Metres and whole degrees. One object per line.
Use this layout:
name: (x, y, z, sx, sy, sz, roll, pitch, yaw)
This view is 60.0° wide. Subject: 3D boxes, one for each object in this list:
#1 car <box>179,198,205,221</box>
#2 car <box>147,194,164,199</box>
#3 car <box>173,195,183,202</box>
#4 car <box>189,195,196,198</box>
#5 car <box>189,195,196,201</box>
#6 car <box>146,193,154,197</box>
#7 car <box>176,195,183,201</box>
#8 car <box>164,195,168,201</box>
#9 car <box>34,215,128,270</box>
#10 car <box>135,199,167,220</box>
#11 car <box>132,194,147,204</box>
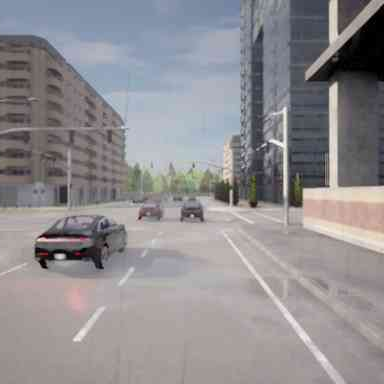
car: (0.001, 1.580, 28.154, 1.837, 1.490, 4.892, 0, 0, 0)
car: (-7.182, 1.610, 66.381, 1.837, 1.490, 4.892, 0, 0, 1)
car: (-3.489, 1.485, 80.920, 2.097, 1.767, 4.553, 0, 0, 1)
car: (0.012, 1.724, 80.936, 1.895, 1.301, 4.718, 0, 0, 1)
car: (0.143, 1.654, 91.132, 1.812, 1.442, 4.674, 0, 0, 1)
car: (-10.467, 1.283, 82.705, 2.150, 2.045, 5.566, 0, 0, 1)
car: (-3.357, 1.630, 91.177, 1.837, 1.490, 4.892, 0, 0, 1)
car: (-6.966, 1.579, 82.755, 2.128, 1.511, 4.902, 0, 0, 1)
car: (-3.438, 1.507, 11.144, 2.128, 1.511, 4.902, 0, -1, 0)
car: (-3.504, 1.599, 29.027, 1.812, 1.442, 4.674, 0, 0, 0)
car: (-10.681, 1.609, 66.351, 1.837, 1.490, 4.892, 0, 0, 1)
